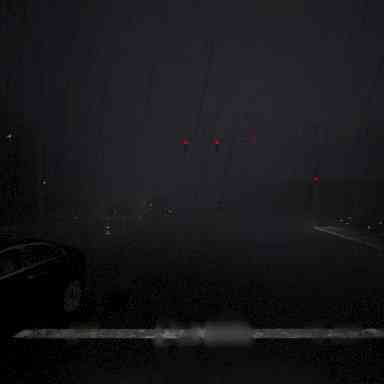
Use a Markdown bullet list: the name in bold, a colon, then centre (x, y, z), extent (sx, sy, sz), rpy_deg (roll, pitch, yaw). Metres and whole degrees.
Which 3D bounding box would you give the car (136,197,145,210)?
- **car**: centre (-7.059, 1.478, 42.234), extent (1.882, 1.535, 5.008), rpy_deg (0, 0, 0)

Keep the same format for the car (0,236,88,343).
- **car**: centre (-3.339, 1.501, 4.948), extent (2.128, 1.511, 4.902), rpy_deg (0, 0, 10)

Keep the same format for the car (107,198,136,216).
- **car**: centre (-7.067, 1.526, 32.940), extent (1.812, 1.442, 4.674), rpy_deg (0, 0, 0)

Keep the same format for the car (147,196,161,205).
- **car**: centre (-7.012, 1.492, 62.128), extent (2.128, 1.511, 4.902), rpy_deg (0, 0, 0)

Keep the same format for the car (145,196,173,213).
- **car**: centre (-3.558, 1.352, 37.033), extent (2.097, 1.767, 4.553), rpy_deg (0, 0, 0)

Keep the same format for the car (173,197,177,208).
- **car**: centre (-3.556, 1.564, 45.603), extent (1.994, 1.385, 4.181), rpy_deg (0, 0, 0)

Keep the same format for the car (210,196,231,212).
- **car**: centre (3.567, 1.547, 39.589), extent (2.033, 1.411, 5.357), rpy_deg (0, 0, 1)

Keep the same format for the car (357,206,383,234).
- **car**: centre (11.640, 1.579, 17.512), extent (4.674, 1.442, 1.812), rpy_deg (0, 0, 0)

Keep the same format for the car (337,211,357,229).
- **car**: centre (11.441, 1.619, 21.011), extent (4.181, 1.385, 1.994), rpy_deg (0, 0, 0)

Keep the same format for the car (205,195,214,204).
- **car**: centre (3.568, 1.351, 65.219), extent (2.097, 1.767, 4.553), rpy_deg (0, 0, 0)

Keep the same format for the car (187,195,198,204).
- **car**: centre (0.052, 1.505, 63.812), extent (1.837, 1.490, 4.892), rpy_deg (0, 0, 0)

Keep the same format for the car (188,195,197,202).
- **car**: centre (0.061, 1.413, 73.921), extent (1.994, 1.385, 4.181), rpy_deg (0, 0, 0)

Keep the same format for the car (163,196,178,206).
- **car**: centre (-3.534, 1.492, 55.661), extent (2.128, 1.511, 4.902), rpy_deg (0, 0, 0)

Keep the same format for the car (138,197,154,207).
- **car**: centre (-7.048, 1.505, 51.720), extent (1.837, 1.490, 4.892), rpy_deg (0, 0, 0)
